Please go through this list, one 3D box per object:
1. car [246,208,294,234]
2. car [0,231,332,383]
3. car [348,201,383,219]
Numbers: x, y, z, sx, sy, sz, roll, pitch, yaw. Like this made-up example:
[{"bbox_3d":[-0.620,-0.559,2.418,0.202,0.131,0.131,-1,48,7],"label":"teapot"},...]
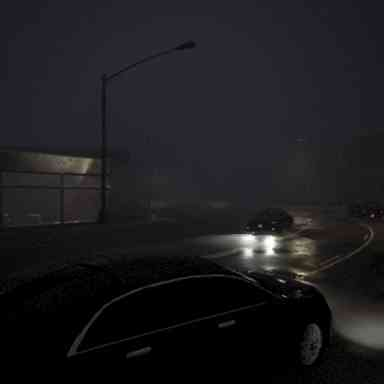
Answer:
[{"bbox_3d":[4.754,1.694,20.014,1.994,1.385,4.181,0,0,30],"label":"car"},{"bbox_3d":[-0.230,1.524,3.953,4.892,1.490,1.837,0,0,-38],"label":"car"},{"bbox_3d":[15.635,1.726,30.174,1.895,1.301,4.718,0,0,11],"label":"car"}]
